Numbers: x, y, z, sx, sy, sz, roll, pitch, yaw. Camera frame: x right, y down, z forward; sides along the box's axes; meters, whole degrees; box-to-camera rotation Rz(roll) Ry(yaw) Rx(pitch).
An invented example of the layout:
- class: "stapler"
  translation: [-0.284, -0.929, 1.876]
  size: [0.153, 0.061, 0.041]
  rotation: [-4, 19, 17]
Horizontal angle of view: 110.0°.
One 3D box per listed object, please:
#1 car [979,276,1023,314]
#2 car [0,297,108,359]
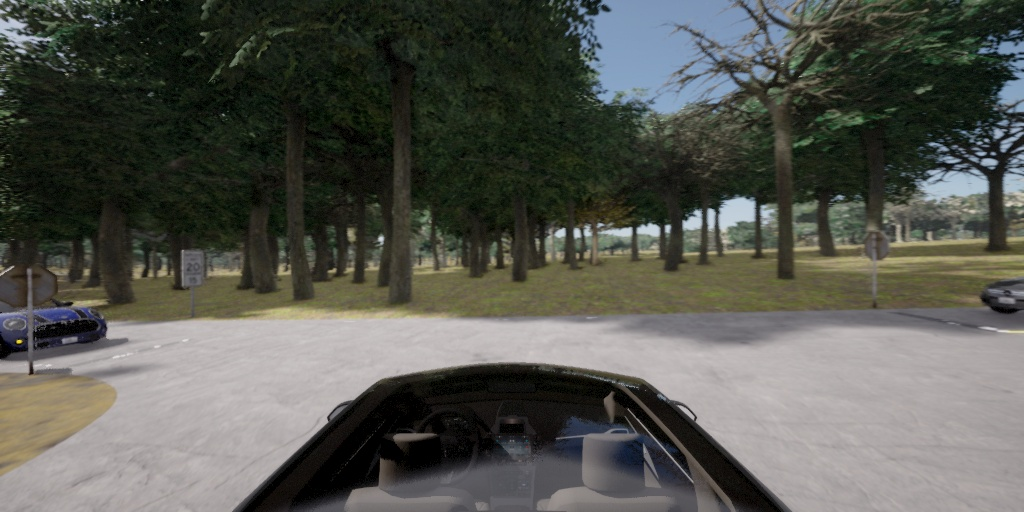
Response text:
- class: "car"
  translation: [14.341, 0.709, 8.428]
  size: [4.674, 1.442, 1.812]
  rotation: [-3, 0, 8]
- class: "car"
  translation: [-14.480, 1.826, 10.332]
  size: [4.553, 1.767, 2.097]
  rotation: [-2, 0, 10]
